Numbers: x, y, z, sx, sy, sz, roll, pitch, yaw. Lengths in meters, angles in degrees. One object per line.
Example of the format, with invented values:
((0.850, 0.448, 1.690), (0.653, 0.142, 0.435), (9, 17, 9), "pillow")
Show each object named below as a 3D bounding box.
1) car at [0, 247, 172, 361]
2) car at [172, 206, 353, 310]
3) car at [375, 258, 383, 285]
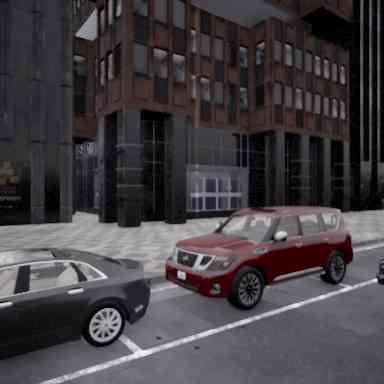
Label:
((-2.723, 1.550, 4.705), (4.403, 1.369, 2.008), (0, 0, -35), "car")
((1.845, 1.304, 7.960), (5.009, 1.841, 2.192), (0, 0, -35), "car")
((6.626, 1.529, 8.098), (5.357, 1.411, 2.033), (0, 0, -36), "car")
